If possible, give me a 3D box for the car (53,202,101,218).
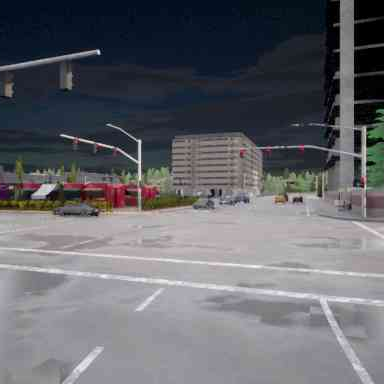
[{"bbox_3d":[-10.595,1.620,30.697,4.181,1.385,1.994,0,0,15],"label":"car"}]

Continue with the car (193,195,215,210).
[{"bbox_3d":[1.536,1.505,41.967,1.837,1.490,4.892,0,0,19],"label":"car"}]

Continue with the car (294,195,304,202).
[{"bbox_3d":[24.818,1.525,77.347,2.128,1.511,4.902,0,0,19],"label":"car"}]

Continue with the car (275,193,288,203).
[{"bbox_3d":[18.304,1.478,69.013,1.882,1.535,5.008,0,0,19],"label":"car"}]

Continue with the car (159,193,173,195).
[{"bbox_3d":[-7.884,1.209,81.479,4.605,1.855,1.932,0,0,19],"label":"car"}]

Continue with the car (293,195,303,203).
[{"bbox_3d":[21.516,1.478,67.606,1.882,1.535,5.008,0,0,19],"label":"car"}]

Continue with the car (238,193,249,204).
[{"bbox_3d":[10.107,1.223,66.818,2.150,2.045,5.566,0,0,20],"label":"car"}]

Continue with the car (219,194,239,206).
[{"bbox_3d":[5.732,1.493,54.220,2.128,1.511,4.902,0,0,19],"label":"car"}]
